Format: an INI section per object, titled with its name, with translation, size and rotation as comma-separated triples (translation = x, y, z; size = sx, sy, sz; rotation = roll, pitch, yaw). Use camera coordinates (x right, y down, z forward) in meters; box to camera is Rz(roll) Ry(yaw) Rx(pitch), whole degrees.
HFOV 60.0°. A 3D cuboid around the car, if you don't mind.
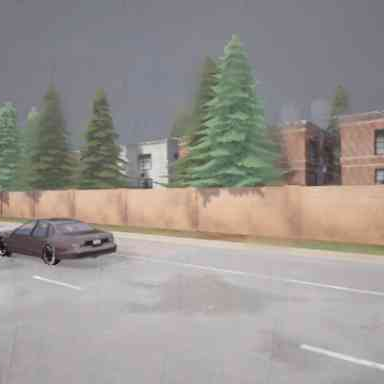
[car]
translation = -5.041, 1.633, 11.886
size = 5.357, 1.411, 2.033
rotation = -1, 0, 35
